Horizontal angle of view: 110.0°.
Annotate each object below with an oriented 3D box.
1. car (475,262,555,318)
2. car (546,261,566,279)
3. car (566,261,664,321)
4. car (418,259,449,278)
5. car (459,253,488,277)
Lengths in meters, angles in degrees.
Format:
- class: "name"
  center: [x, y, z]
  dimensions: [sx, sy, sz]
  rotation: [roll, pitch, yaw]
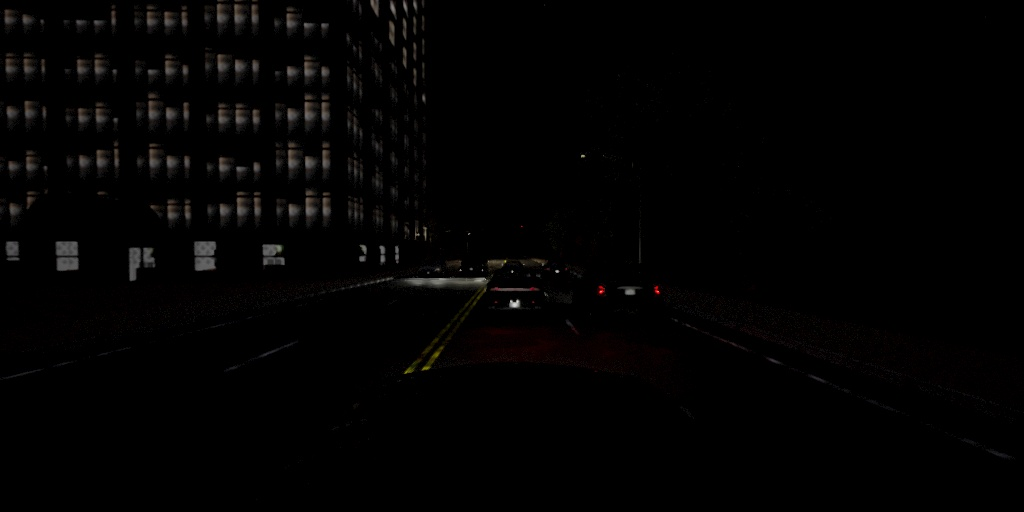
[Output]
- class: "car"
  center: [0.085, 1.147, 12.568]
  dimensions: [2.128, 1.511, 4.902]
  rotation: [0, 1, 0]
- class: "car"
  center: [3.338, 1.082, 28.351]
  dimensions: [1.994, 1.385, 4.181]
  rotation: [0, 0, 0]
- class: "car"
  center: [3.332, 1.012, 12.217]
  dimensions: [2.097, 1.767, 4.553]
  rotation: [0, 1, 0]
- class: "car"
  center: [-6.600, 1.024, 30.576]
  dimensions: [1.812, 1.442, 4.674]
  rotation: [0, 0, 0]
- class: "car"
  center: [-3.348, 0.707, 32.241]
  dimensions: [2.150, 2.045, 5.566]
  rotation: [0, 0, 0]
